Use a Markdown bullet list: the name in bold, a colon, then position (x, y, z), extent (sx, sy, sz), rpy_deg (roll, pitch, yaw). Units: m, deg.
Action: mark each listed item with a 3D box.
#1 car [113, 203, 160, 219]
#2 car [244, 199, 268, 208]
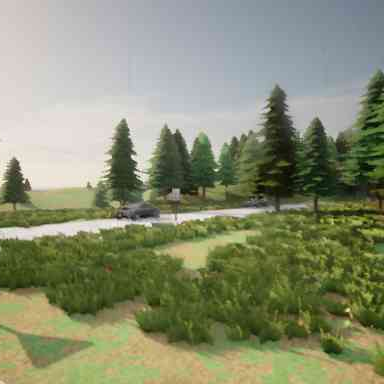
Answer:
- **car**: position (-4.557, 1.648, 27.935), extent (1.994, 1.385, 4.181), rpy_deg (0, 0, 35)
- **car**: position (9.122, 1.435, 47.371), extent (2.097, 1.767, 4.553), rpy_deg (0, 0, 35)
